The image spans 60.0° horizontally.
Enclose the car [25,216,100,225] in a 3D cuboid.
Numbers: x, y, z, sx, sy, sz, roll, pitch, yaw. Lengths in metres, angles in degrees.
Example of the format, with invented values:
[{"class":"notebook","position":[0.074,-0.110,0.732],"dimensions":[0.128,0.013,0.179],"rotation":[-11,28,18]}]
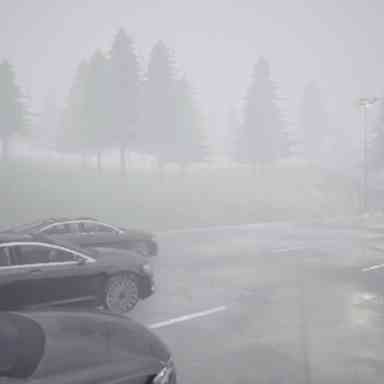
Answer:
[{"class":"car","position":[-3.309,1.491,9.988],"dimensions":[4.902,1.511,2.128],"rotation":[0,0,-36]}]

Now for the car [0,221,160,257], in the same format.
[{"class":"car","position":[-2.985,1.491,5.917],"dimensions":[4.902,1.511,2.128],"rotation":[0,0,-36]}]

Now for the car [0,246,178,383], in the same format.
[{"class":"car","position":[-2.341,1.491,2.076],"dimensions":[4.902,1.511,2.128],"rotation":[0,0,-36]}]
